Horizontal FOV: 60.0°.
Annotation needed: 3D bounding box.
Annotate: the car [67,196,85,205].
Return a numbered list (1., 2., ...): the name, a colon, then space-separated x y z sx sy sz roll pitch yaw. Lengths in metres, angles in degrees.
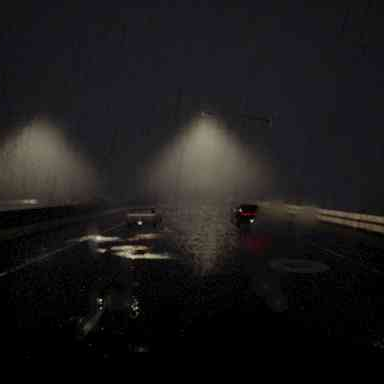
1. car: -20.013 1.553 58.121 2.097 1.767 4.553 0 0 2

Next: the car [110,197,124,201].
1. car: -13.020 1.708 58.091 1.837 1.490 4.892 0 0 2

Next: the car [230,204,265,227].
1. car: 3.783 1.568 23.131 1.837 1.490 4.892 0 0 1

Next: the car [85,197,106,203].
1. car: -16.518 1.681 58.120 1.882 1.535 5.008 0 0 2

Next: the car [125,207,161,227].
1. car: -3.221 1.662 23.034 1.895 1.301 4.718 0 0 1
